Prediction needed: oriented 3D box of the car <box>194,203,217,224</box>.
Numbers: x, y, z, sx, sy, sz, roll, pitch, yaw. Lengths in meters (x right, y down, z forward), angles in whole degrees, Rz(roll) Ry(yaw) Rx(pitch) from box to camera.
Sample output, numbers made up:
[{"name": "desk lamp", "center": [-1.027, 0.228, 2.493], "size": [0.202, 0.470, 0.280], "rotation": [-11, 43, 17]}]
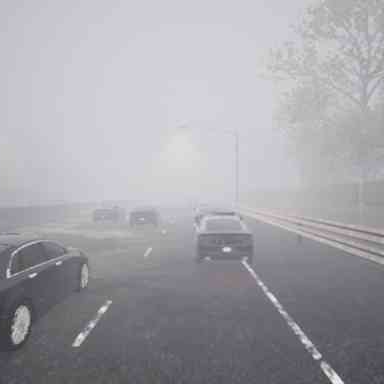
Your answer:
[{"name": "car", "center": [1.060, 1.786, 28.470], "size": [1.837, 1.490, 4.892], "rotation": [0, -1, 0]}]

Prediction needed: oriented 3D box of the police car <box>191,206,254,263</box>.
[{"name": "police car", "center": [1.054, 1.549, 12.581], "size": [1.930, 1.638, 5.238], "rotation": [0, -1, 0]}]

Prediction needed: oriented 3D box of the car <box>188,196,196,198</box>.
[{"name": "car", "center": [0.023, 1.876, 65.778], "size": [2.150, 2.045, 5.566], "rotation": [0, -1, 0]}]

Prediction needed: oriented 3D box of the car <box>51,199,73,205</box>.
[{"name": "car", "center": [-17.573, 2.024, 46.762], "size": [1.994, 1.385, 4.181], "rotation": [0, -1, 0]}]

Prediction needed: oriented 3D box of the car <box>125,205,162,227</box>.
[{"name": "car", "center": [-3.389, 1.722, 24.988], "size": [1.882, 1.535, 5.008], "rotation": [0, -1, 0]}]

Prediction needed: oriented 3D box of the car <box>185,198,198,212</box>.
[{"name": "car", "center": [0.019, 2.008, 46.661], "size": [2.033, 1.411, 5.357], "rotation": [0, -1, 0]}]

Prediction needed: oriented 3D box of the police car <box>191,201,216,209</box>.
[{"name": "police car", "center": [1.058, 1.646, 22.581], "size": [1.930, 1.638, 5.238], "rotation": [0, -1, 0]}]

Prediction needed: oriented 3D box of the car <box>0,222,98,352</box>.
[{"name": "car", "center": [-3.398, 1.567, 6.238], "size": [1.837, 1.490, 4.892], "rotation": [0, 0, 0]}]

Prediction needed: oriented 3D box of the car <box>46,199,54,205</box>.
[{"name": "car", "center": [-21.061, 1.865, 52.063], "size": [2.097, 1.767, 4.553], "rotation": [0, 0, 0]}]

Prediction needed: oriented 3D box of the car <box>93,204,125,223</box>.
[{"name": "car", "center": [-6.890, 1.766, 28.097], "size": [2.128, 1.511, 4.902], "rotation": [0, -1, 0]}]

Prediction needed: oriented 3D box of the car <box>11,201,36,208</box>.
[{"name": "car", "center": [-24.569, 2.006, 48.766], "size": [1.812, 1.442, 4.674], "rotation": [0, -1, 0]}]
